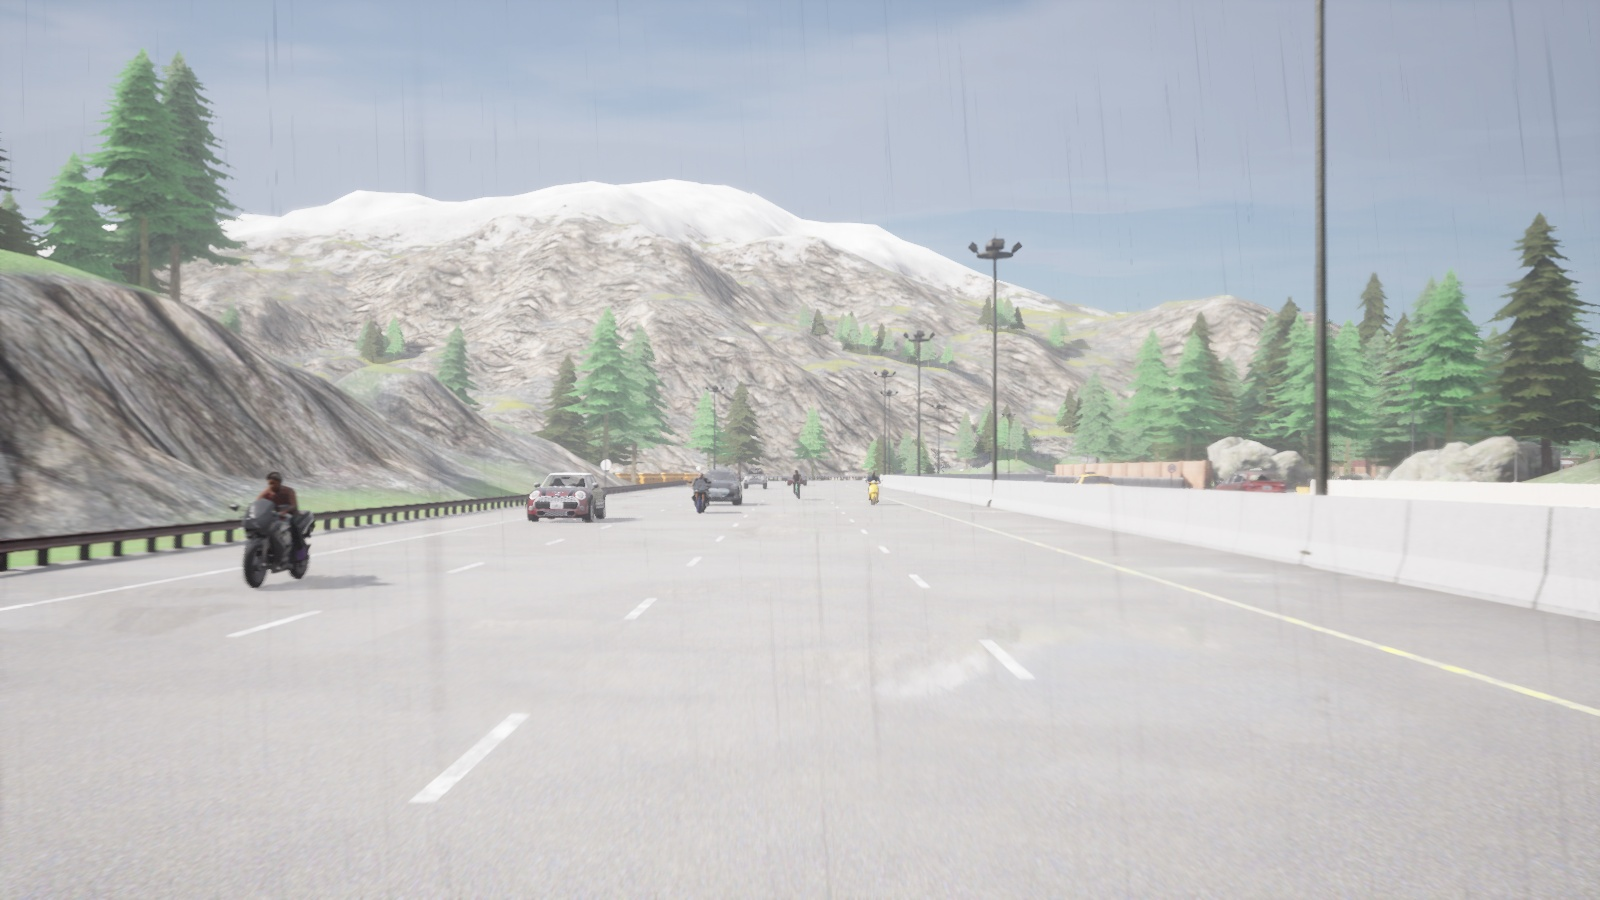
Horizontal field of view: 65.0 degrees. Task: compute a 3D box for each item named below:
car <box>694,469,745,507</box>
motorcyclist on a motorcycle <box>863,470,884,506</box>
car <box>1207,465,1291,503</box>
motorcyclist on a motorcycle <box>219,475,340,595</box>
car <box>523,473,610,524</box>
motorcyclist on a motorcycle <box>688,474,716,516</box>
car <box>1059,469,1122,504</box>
[{"bbox_3d":[-3.640,1.721,57.586,2.033,1.649,4.856,0,-1,0],"label":"car"},{"bbox_3d":[3.360,1.714,57.459,0.866,1.590,1.817,0,-1,0],"label":"motorcyclist on a motorcycle"},{"bbox_3d":[20.857,1.553,58.530,2.242,1.667,4.611,0,-1,0],"label":"car"},{"bbox_3d":[-7.042,1.111,17.108,0.797,1.523,2.044,0,-1,0],"label":"motorcyclist on a motorcycle"},{"bbox_3d":[-7.094,1.451,38.498,1.970,1.475,3.806,0,-1,0],"label":"car"},{"bbox_3d":[-3.612,1.638,46.317,0.866,1.530,2.191,0,-1,0],"label":"motorcyclist on a motorcycle"},{"bbox_3d":[13.854,1.703,60.182,1.801,1.575,5.366,0,-1,0],"label":"car"}]
